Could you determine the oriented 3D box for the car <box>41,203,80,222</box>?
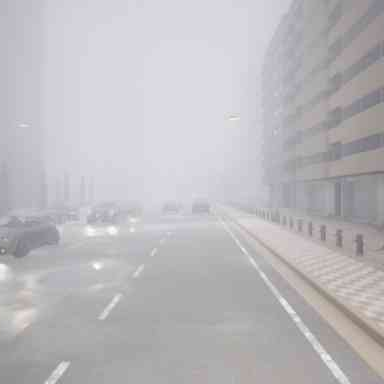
[{"bbox_3d":[-9.995,1.606,25.141,1.837,1.490,4.892,0,-1,2],"label":"car"}]

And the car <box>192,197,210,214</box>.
[{"bbox_3d":[0.991,1.626,36.978,1.882,1.535,5.008,0,0,2],"label":"car"}]

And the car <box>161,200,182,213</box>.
[{"bbox_3d":[-2.473,1.680,38.526,1.812,1.442,4.674,0,0,1],"label":"car"}]

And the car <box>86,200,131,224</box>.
[{"bbox_3d":[-6.414,1.452,25.444,2.097,1.767,4.553,0,0,2],"label":"car"}]

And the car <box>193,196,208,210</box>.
[{"bbox_3d":[1.222,1.542,47.262,2.097,1.767,4.553,0,0,1],"label":"car"}]

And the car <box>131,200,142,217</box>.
[{"bbox_3d":[-6.247,1.610,33.365,1.882,1.535,5.008,0,0,2],"label":"car"}]

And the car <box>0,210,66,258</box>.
[{"bbox_3d":[-6.810,1.615,12.842,1.994,1.385,4.181,0,0,1],"label":"car"}]
